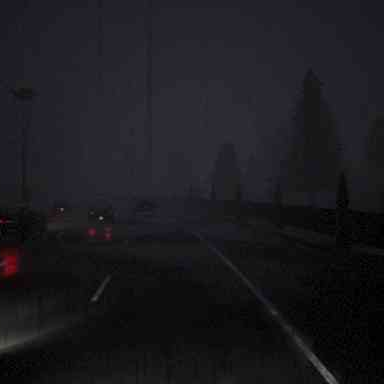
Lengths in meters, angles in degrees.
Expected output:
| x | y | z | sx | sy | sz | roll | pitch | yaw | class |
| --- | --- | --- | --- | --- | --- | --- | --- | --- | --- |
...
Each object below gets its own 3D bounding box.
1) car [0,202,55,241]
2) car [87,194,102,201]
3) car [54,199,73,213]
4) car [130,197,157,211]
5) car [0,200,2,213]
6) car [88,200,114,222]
| x | y | z | sx | sy | sz | roll | pitch | yaw | class |
| --- | --- | --- | --- | --- | --- | --- | --- | --- | --- |
| -8.584 | 1.483 | 16.418 | 2.128 | 1.511 | 4.902 | 0 | 0 | -10 | car |
| -16.700 | 1.093 | 56.947 | 1.837 | 1.490 | 4.892 | 0 | 0 | -32 | car |
| -13.973 | 1.475 | 35.794 | 1.837 | 1.490 | 4.892 | 0 | 0 | -21 | car |
| -4.345 | 1.089 | 29.377 | 1.882 | 1.535 | 5.008 | 0 | 0 | -16 | car |
| -21.275 | 1.554 | 34.765 | 1.994 | 1.385 | 4.181 | 0 | 0 | -23 | car |
| -7.096 | 1.571 | 26.087 | 1.895 | 1.301 | 4.718 | 0 | 0 | -14 | car |
